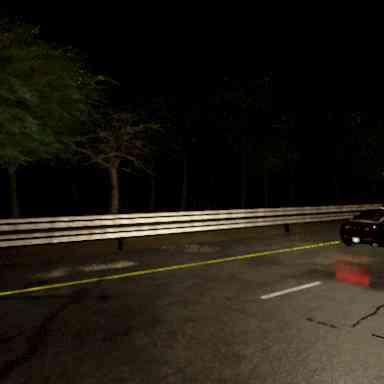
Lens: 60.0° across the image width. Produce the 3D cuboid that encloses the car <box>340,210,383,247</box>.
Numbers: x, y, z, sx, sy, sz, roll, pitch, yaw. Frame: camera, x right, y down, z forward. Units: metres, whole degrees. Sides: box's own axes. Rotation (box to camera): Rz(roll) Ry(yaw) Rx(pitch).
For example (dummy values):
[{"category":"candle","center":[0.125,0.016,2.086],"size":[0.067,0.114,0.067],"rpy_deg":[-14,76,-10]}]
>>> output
[{"category":"car","center":[8.104,1.529,13.846],"size":[4.892,1.490,1.837],"rpy_deg":[0,0,-35]}]
